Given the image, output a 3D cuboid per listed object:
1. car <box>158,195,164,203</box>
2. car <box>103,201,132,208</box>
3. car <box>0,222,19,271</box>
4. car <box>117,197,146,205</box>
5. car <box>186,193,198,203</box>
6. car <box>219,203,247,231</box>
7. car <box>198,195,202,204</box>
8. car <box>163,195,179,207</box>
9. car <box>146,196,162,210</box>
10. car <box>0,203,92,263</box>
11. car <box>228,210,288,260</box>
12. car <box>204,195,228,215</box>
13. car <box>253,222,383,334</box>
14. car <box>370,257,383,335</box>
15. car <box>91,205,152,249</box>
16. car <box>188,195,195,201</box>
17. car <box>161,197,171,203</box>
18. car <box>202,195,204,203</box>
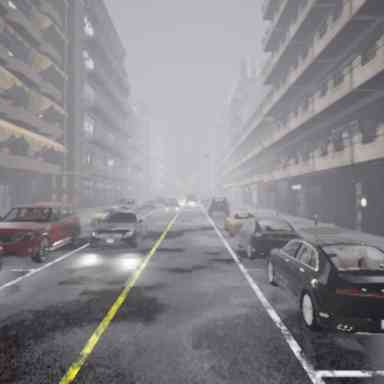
[{"bbox_3d":[-5.698,1.471,62.394,2.192,1.841,5.009,1,0,0],"label":"car"},{"bbox_3d":[-5.687,1.582,23.248,1.752,1.417,4.829,1,0,0],"label":"car"},{"bbox_3d":[-5.681,1.562,6.715,1.887,1.381,4.507,1,0,0],"label":"car"},{"bbox_3d":[-5.686,1.385,28.987,2.192,1.841,5.009,1,0,0],"label":"car"},{"bbox_3d":[-0.024,1.261,68.747,2.150,2.045,5.566,0,0,0],"label":"car"},{"bbox_3d":[2.696,1.566,17.990,1.752,1.417,4.829,1,0,0],"label":"car"},{"bbox_3d":[2.676,1.734,67.931,1.947,1.339,4.313,1,0,0],"label":"car"},{"bbox_3d":[-3.083,1.608,52.935,1.882,1.535,5.008,0,0,0],"label":"car"},{"bbox_3d":[-5.696,1.678,45.690,1.947,1.339,4.313,1,0,0],"label":"car"},{"bbox_3d":[-5.680,1.345,12.283,2.192,1.841,5.009,1,0,0],"label":"car"},{"bbox_3d":[2.698,1.578,12.252,2.008,1.369,4.403,1,0,0],"label":"car"},{"bbox_3d":[2.692,1.396,34.524,2.192,1.841,5.009,1,0,0],"label":"car"},{"bbox_3d":[2.699,1.565,6.685,2.008,1.369,4.403,1,0,0],"label":"car"},{"bbox_3d":[2.703,1.442,1.117,1.967,1.590,4.097,1,0,0],"label":"car"},{"bbox_3d":[-3.086,1.562,14.848,1.812,1.442,4.674,0,1,0],"label":"car"},{"bbox_3d":[-0.032,1.645,91.367,1.812,1.442,4.674,0,0,0],"label":"car"},{"bbox_3d":[-5.706,1.768,73.529,1.802,1.307,4.206,1,0,0],"label":"car"},{"bbox_3d":[2.982,1.587,54.120,1.801,1.575,5.366,0,0,0],"label":"car"}]
